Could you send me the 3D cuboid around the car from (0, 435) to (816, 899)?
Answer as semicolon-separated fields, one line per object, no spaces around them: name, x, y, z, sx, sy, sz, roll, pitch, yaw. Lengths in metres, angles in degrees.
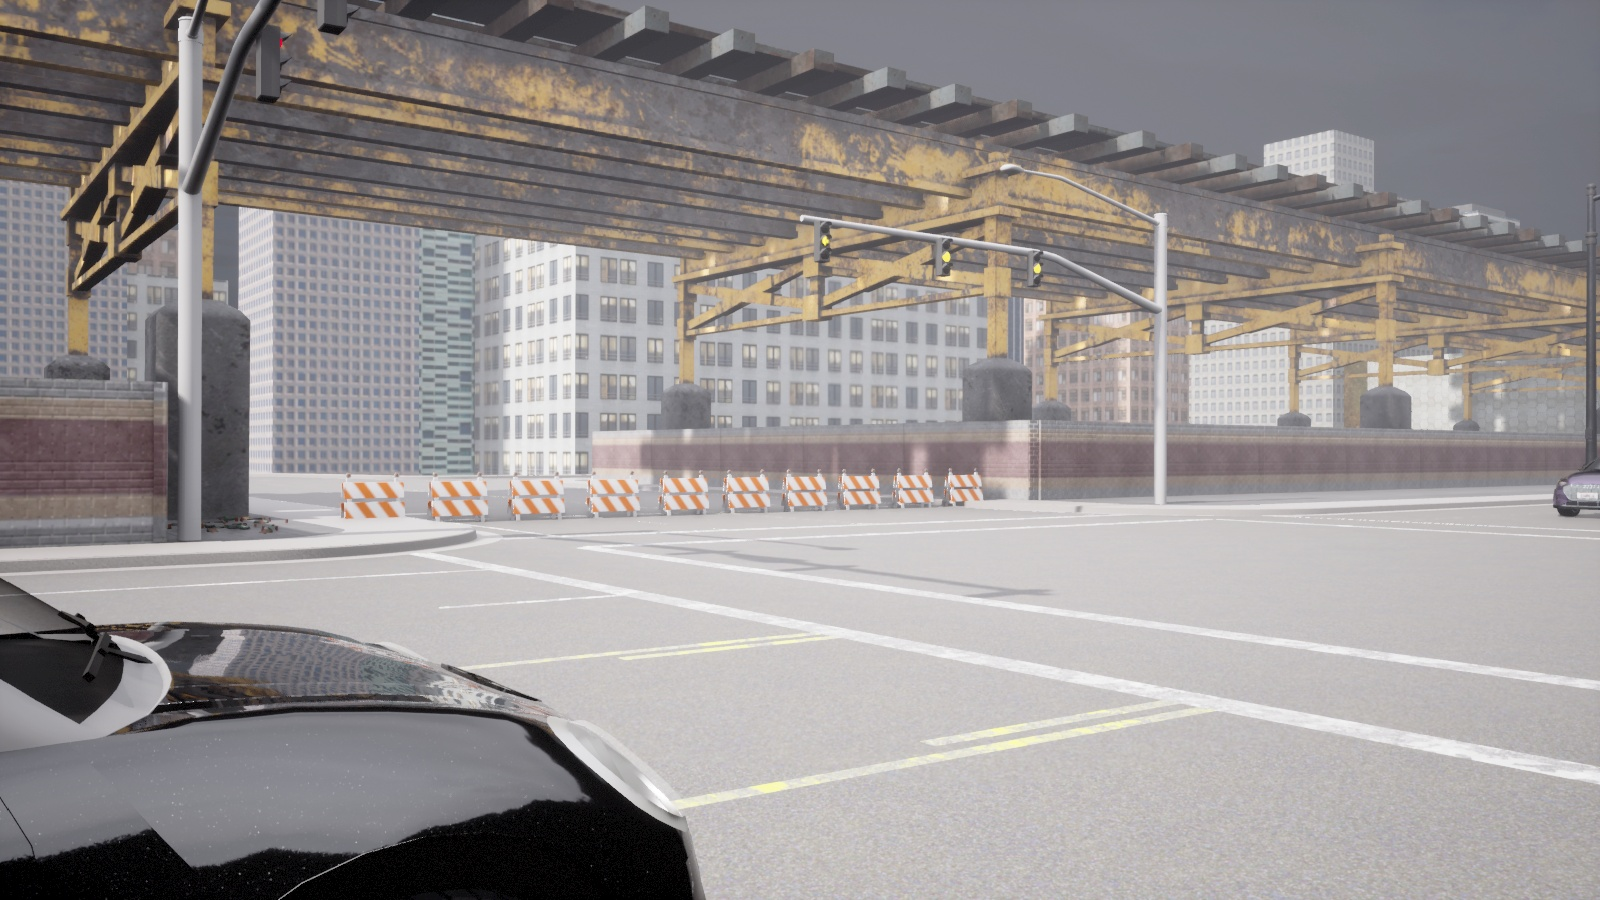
car;-2.093;0.720;2.202;3.806;1.475;1.970;0;0;-35

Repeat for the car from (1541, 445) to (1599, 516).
car;20.333;0.707;30.642;4.856;1.649;2.033;0;0;-35
